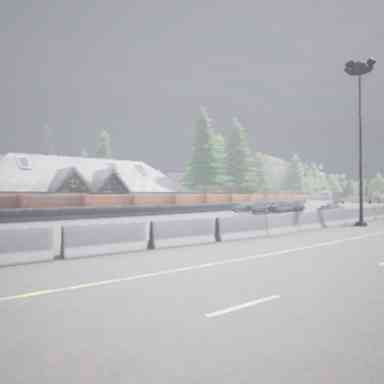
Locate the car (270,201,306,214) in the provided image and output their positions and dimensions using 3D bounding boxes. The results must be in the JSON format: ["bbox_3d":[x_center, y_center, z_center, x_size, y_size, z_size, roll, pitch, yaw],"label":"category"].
[{"bbox_3d":[11.101,1.860,37.151,1.837,1.490,4.892,-1,0,43],"label":"car"}]

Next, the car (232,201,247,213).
[{"bbox_3d":[7.050,1.965,43.074,1.812,1.442,4.674,-1,-1,43],"label":"car"}]

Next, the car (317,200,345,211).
[{"bbox_3d":[15.316,1.897,36.564,1.994,1.385,4.181,-1,-1,43],"label":"car"}]

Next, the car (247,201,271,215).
[{"bbox_3d":[9.003,1.900,40.035,1.837,1.490,4.892,-1,0,43],"label":"car"}]

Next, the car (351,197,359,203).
[{"bbox_3d":[35.207,1.854,71.164,1.882,1.535,5.008,-1,-1,28],"label":"car"}]

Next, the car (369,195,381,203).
[{"bbox_3d":[38.924,1.731,70.742,2.150,2.045,5.566,-1,-1,27],"label":"car"}]

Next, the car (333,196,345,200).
[{"bbox_3d":[32.674,1.799,73.893,2.150,2.045,5.566,-1,-1,27],"label":"car"}]
